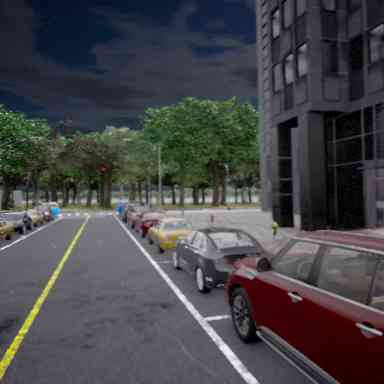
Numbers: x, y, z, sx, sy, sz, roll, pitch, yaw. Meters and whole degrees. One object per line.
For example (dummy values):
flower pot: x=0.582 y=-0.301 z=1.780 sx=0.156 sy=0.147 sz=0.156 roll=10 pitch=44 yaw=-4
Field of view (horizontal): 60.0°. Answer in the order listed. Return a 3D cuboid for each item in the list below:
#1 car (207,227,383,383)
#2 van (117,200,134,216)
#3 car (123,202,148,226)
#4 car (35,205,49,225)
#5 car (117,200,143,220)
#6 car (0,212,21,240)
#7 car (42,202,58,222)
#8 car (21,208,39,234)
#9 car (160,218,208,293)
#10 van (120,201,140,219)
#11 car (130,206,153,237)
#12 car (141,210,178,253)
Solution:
car: x=2.064 y=1.303 z=3.775 sx=2.192 sy=1.841 sz=5.009 roll=-1 pitch=-1 yaw=-16
van: x=-8.109 y=1.924 z=40.449 sx=1.690 sy=1.788 sz=3.998 roll=-1 pitch=-1 yaw=-16
car: x=-3.746 y=1.766 z=24.730 sx=1.967 sy=1.590 sz=4.097 roll=-1 pitch=-1 yaw=-16
car: x=-13.365 y=2.107 z=27.524 sx=1.752 sy=1.417 sz=4.829 roll=-1 pitch=-1 yaw=-16
car: x=-5.203 y=1.726 z=29.971 sx=2.192 sy=1.841 sz=5.009 roll=-1 pitch=-1 yaw=-16
car: x=-10.458 y=1.937 z=17.046 sx=1.752 sy=1.417 sz=4.829 roll=-1 pitch=-1 yaw=-16
car: x=-14.866 y=2.110 z=32.927 sx=1.967 sy=1.590 sz=4.097 roll=-1 pitch=-1 yaw=-16
car: x=-11.956 y=2.065 z=22.448 sx=1.947 sy=1.339 sz=4.313 roll=-1 pitch=-1 yaw=-16
car: x=0.617 y=1.622 z=9.012 sx=2.008 sy=1.369 sz=4.403 roll=-1 pitch=-1 yaw=-16
van: x=-6.656 y=1.838 z=35.209 sx=1.690 sy=1.788 sz=3.998 roll=-1 pitch=-1 yaw=-16
car: x=-2.290 y=1.785 z=19.491 sx=1.887 sy=1.381 sz=4.507 roll=-1 pitch=-1 yaw=-16
car: x=-0.883 y=1.684 z=14.415 sx=1.752 sy=1.417 sz=4.829 roll=-1 pitch=-1 yaw=-16
